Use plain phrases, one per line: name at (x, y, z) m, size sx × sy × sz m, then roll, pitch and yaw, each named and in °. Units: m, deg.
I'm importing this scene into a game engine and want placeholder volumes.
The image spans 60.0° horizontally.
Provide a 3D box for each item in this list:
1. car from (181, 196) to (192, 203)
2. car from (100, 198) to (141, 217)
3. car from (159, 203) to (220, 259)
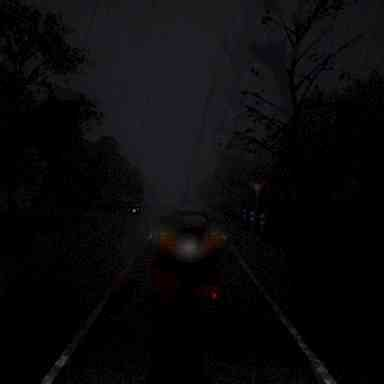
car at (-1.133, 1.708, 69.743) m, size 2.097 × 1.767 × 4.553 m, roll 0°, pitch -1°, yaw -1°
car at (-6.338, 1.275, 29.149) m, size 1.837 × 1.490 × 4.892 m, roll -3°, pitch 2°, yaw -41°
car at (-0.097, 1.322, 11.531) m, size 1.812 × 1.442 × 4.674 m, roll 0°, pitch 1°, yaw -1°
